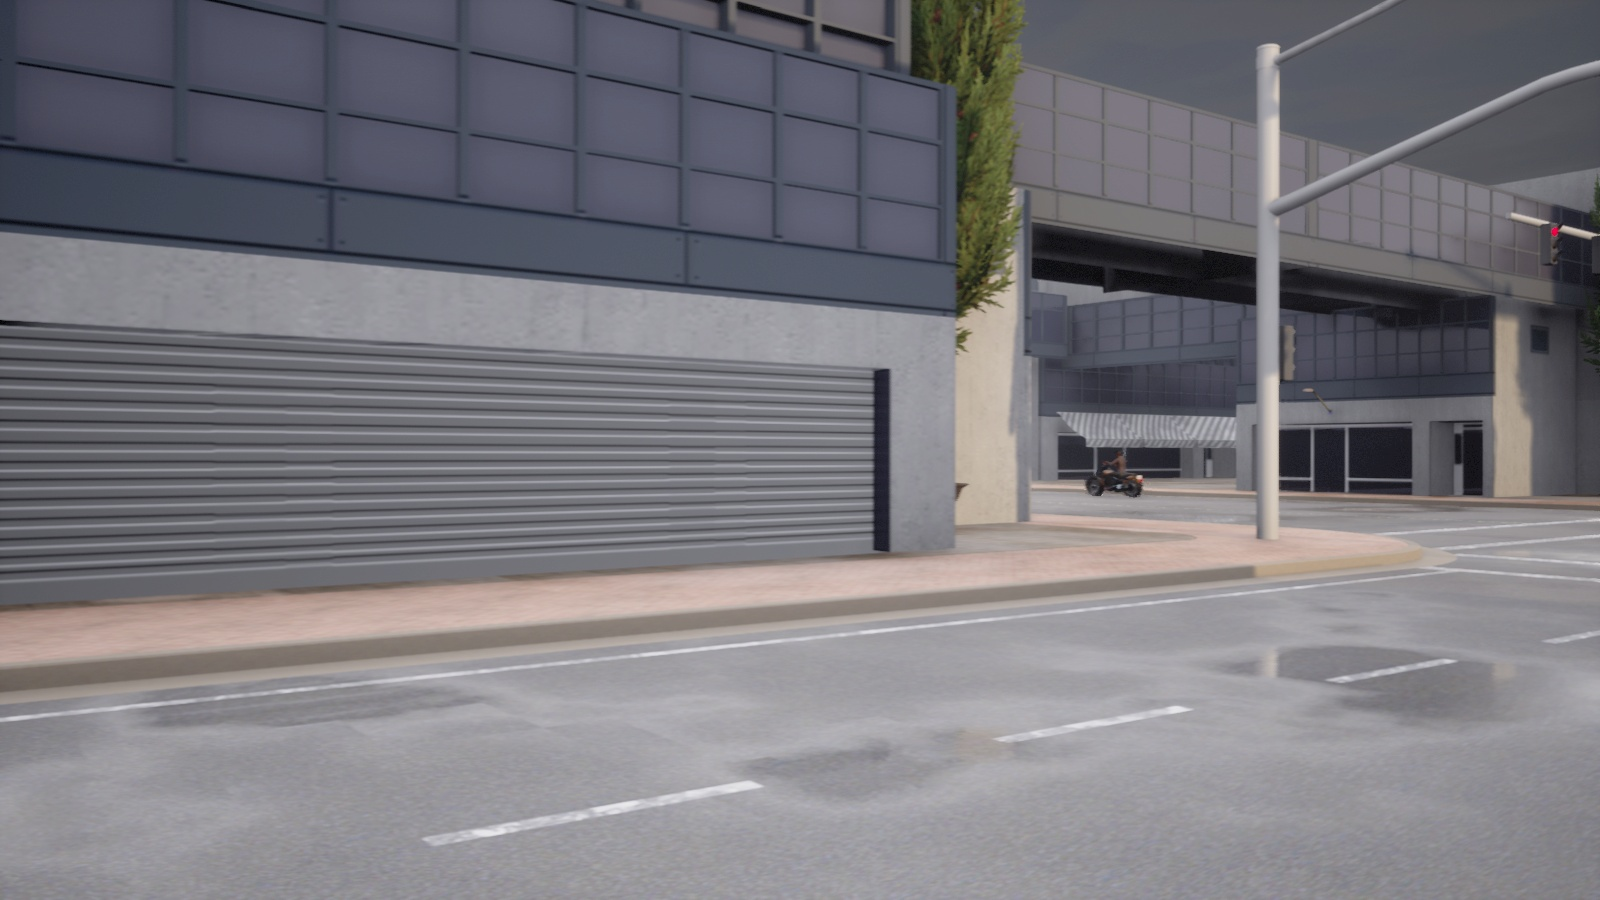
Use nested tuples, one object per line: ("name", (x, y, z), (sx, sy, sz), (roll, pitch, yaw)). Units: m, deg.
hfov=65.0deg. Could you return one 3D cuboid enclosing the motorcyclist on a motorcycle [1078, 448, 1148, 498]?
("motorcyclist on a motorcycle", (10.667, 0.778, 42.892), (0.766, 1.649, 2.350), (0, 0, -36))
